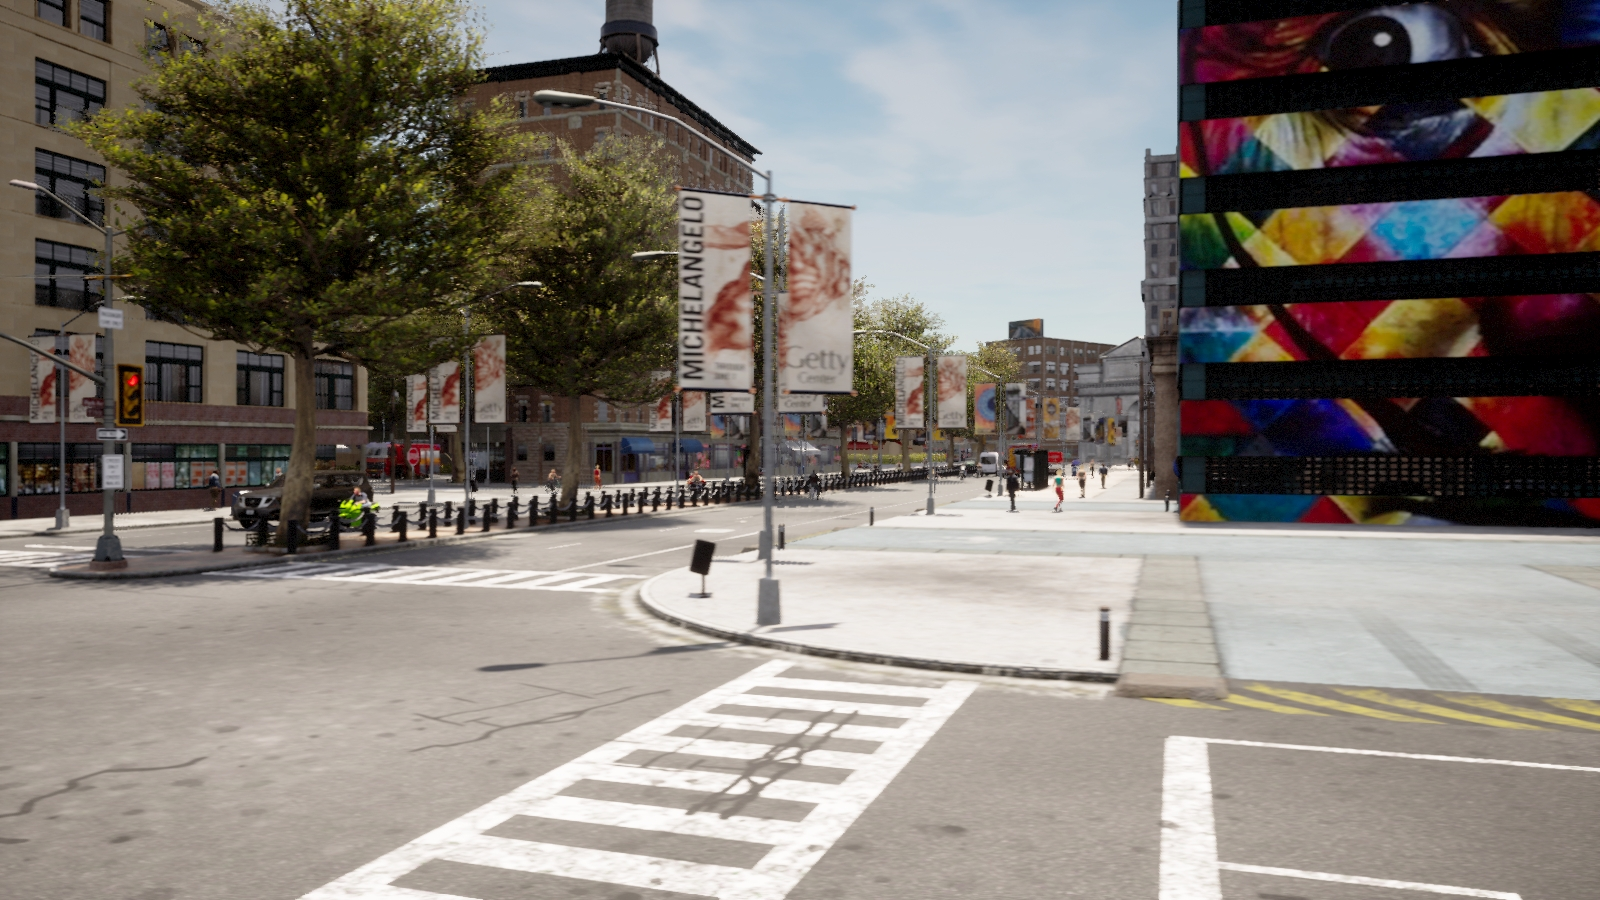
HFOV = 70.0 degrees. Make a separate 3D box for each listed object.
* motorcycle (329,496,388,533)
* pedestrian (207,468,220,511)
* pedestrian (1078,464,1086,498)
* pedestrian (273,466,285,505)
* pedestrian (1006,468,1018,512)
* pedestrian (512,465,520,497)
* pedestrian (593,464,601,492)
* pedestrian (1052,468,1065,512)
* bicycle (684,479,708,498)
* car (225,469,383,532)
[{"bbox_3d":[-15.193,2.217,39.385,0.803,1.145,2.033,0,0,18],"label":"motorcycle"},{"bbox_3d":[-25.434,1.701,49.532,0.375,1.860,0.375,0,0,29],"label":"pedestrian"},{"bbox_3d":[15.567,1.704,63.027,0.375,1.860,0.375,0,0,18],"label":"pedestrian"},{"bbox_3d":[-25.098,1.702,55.063,0.375,1.860,0.375,0,0,19],"label":"pedestrian"},{"bbox_3d":[9.004,1.702,48.452,0.375,1.860,0.375,0,0,41],"label":"pedestrian"},{"bbox_3d":[-17.051,1.856,68.616,0.375,1.860,0.375,0,0,16],"label":"pedestrian"},{"bbox_3d":[-13.564,1.858,76.370,0.375,1.860,0.375,0,0,15],"label":"pedestrian"},{"bbox_3d":[10.974,1.702,48.487,0.375,1.860,0.375,0,0,40],"label":"pedestrian"},{"bbox_3d":[-6.105,2.264,66.975,0.859,1.080,1.487,0,0,18],"label":"bicycle"},{"bbox_3d":[-18.039,1.784,41.911,2.150,2.045,5.566,0,0,18],"label":"car"}]
